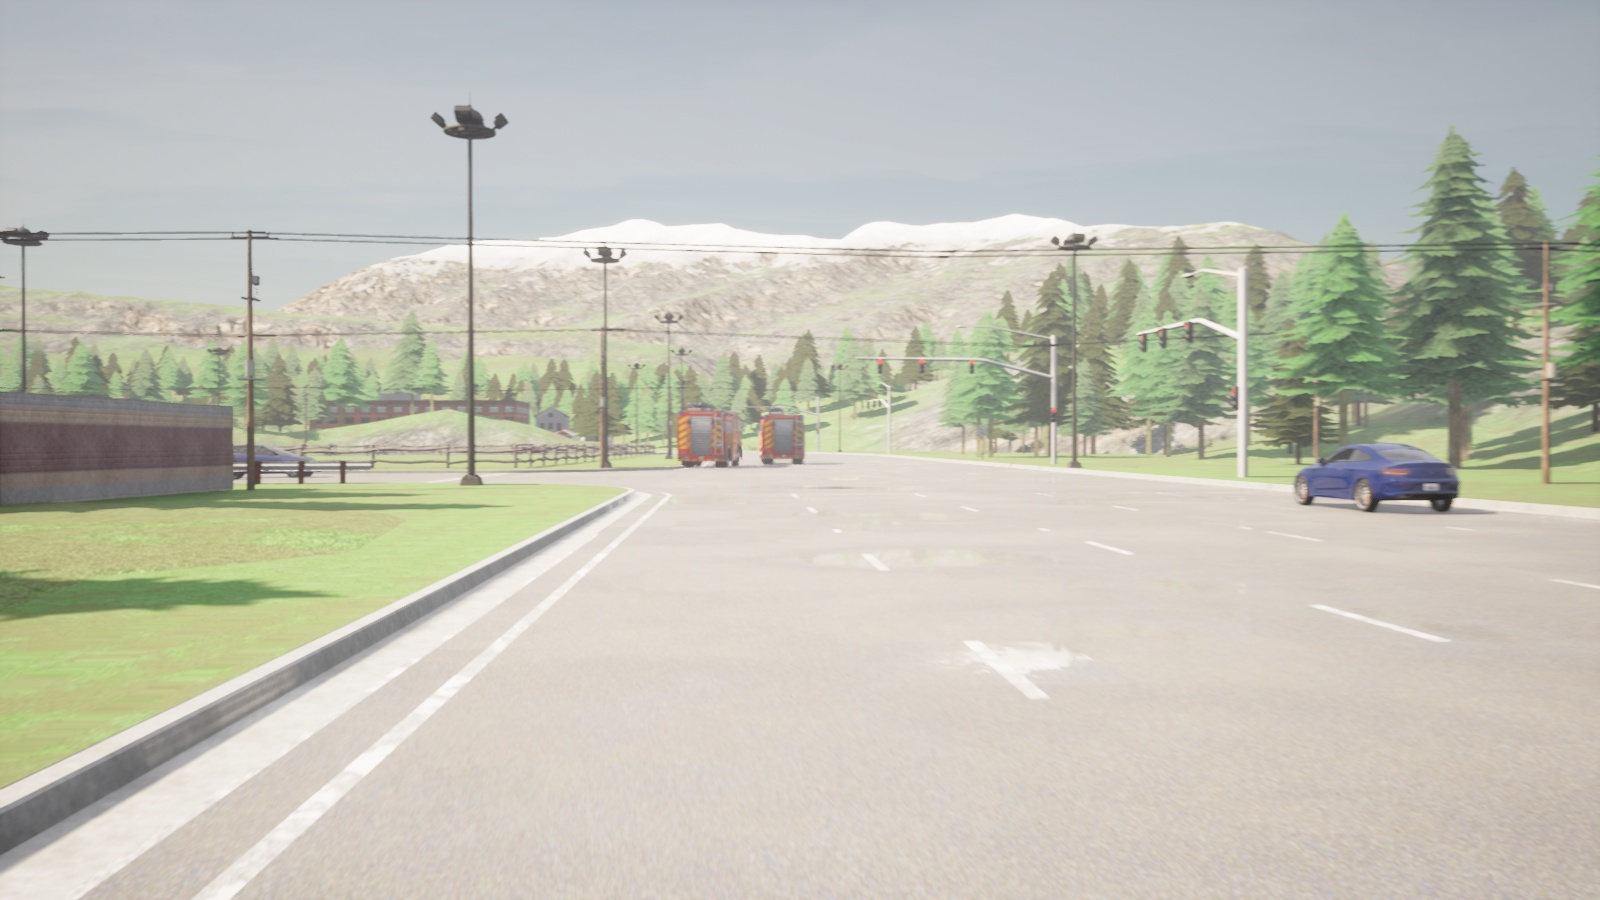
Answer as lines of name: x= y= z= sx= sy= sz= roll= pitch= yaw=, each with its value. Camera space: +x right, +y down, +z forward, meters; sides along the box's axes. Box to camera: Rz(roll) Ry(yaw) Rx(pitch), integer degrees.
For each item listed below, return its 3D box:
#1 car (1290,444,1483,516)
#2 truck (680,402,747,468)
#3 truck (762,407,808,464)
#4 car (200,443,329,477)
car: x=12.609 y=0.586 z=27.368 sx=1.812 sy=1.442 sz=4.674 roll=0 pitch=0 yaw=-3
truck: x=-5.242 y=-0.904 z=77.405 sx=2.891 sy=3.827 sz=8.468 roll=0 pitch=0 yaw=5
truck: x=-1.124 y=-0.978 z=88.113 sx=2.891 sy=3.827 sz=8.468 roll=0 pitch=0 yaw=-3
car: x=-23.692 y=0.415 z=55.686 sx=4.792 sy=1.488 sz=2.163 roll=0 pitch=0 yaw=-3
